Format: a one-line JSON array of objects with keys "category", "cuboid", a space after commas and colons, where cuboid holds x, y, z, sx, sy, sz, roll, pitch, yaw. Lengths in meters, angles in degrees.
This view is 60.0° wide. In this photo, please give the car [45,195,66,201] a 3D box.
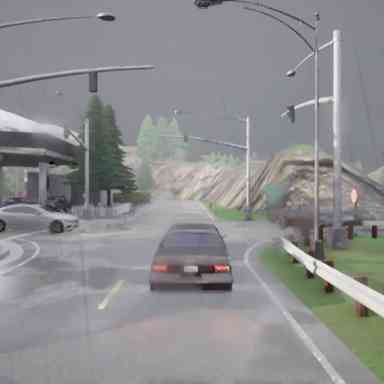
[{"category": "car", "cuboid": [-14.607, 1.293, 35.327, 1.905, 1.878, 3.866, 0, 0, -1]}]

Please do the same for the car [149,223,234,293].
[{"category": "car", "cuboid": [0.027, 1.542, 8.971, 2.033, 1.411, 5.357, 0, 0, 1]}]

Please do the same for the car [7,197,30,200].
[{"category": "car", "cuboid": [-20.324, 1.458, 39.592, 2.242, 1.667, 4.611, 0, 0, -1]}]

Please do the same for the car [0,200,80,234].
[{"category": "car", "cuboid": [-8.303, 1.363, 17.441, 4.674, 1.442, 1.812, 2, 0, -1]}]

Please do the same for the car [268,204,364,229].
[{"category": "car", "cuboid": [6.294, 1.348, 17.617, 2.033, 1.411, 5.357, 0, 0, -25]}]
